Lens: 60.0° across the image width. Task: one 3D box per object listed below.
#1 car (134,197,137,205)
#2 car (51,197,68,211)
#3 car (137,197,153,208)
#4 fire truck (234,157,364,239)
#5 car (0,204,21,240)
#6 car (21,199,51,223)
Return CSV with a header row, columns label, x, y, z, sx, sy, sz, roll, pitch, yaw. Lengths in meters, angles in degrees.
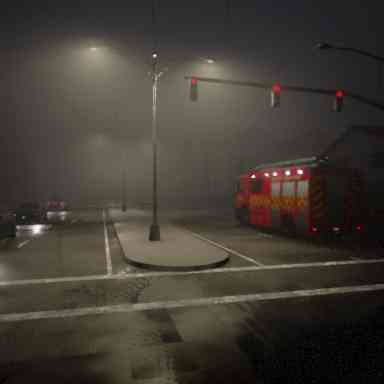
label,x,y,z,sx,sy,sz,roll,pitch,yaw
car,-9.109,1.524,58.076,1.812,1.442,4.674,0,0,-15
car,-16.138,1.352,39.827,2.097,1.767,4.553,0,0,-15
car,-6.390,1.504,48.125,1.837,1.490,4.892,0,0,-15
fire truck,5.298,0.341,18.561,2.891,3.827,8.468,0,0,-15
car,-9.262,1.352,14.518,2.097,1.767,4.553,0,0,-15
car,-12.101,1.505,24.943,1.837,1.490,4.892,0,0,-15
